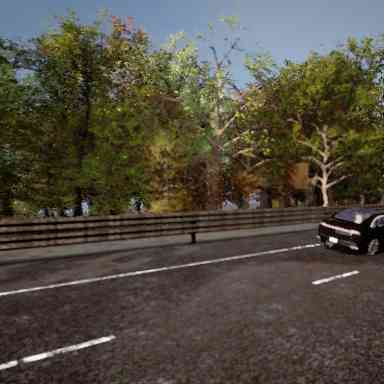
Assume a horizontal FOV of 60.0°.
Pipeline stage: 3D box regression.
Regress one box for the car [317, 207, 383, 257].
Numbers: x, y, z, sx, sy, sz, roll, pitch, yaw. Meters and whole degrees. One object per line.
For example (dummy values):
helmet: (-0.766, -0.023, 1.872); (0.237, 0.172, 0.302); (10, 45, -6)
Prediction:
car: (6.960, 1.401, 13.088); (4.902, 1.511, 2.128); (-2, 11, -36)
